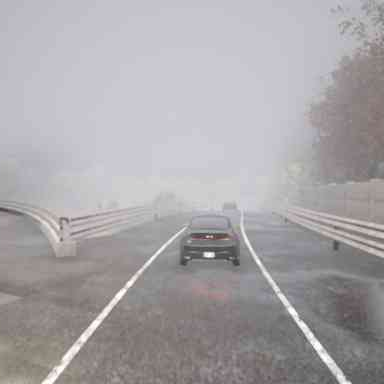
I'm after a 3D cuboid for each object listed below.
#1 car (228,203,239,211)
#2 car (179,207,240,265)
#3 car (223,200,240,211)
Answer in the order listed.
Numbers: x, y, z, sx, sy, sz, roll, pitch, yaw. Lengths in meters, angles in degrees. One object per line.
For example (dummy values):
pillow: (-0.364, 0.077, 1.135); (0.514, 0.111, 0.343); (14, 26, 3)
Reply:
car: (7.862, 2.838, 62.669); (1.812, 1.442, 4.674); (0, -4, 11)
car: (0.642, 1.506, 11.709); (1.837, 1.490, 4.892); (0, 0, 4)
car: (5.448, 1.940, 47.459); (1.882, 1.535, 5.008); (0, -3, 9)
